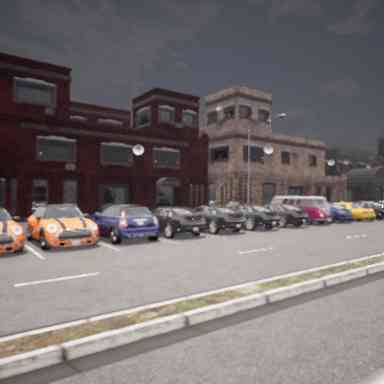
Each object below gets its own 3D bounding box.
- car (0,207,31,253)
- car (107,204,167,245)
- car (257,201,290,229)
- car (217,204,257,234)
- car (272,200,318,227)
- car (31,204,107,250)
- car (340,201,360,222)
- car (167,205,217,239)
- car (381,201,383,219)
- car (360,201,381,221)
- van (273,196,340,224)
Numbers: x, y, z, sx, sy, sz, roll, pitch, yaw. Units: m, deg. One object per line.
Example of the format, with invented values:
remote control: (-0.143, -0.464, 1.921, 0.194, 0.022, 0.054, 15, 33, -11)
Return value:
car: (-7.965, 1.355, 12.923, 2.185, 1.767, 4.553, 0, 0, -36)
car: (-3.442, 1.359, 16.079, 2.185, 1.767, 4.553, 0, 0, -36)
car: (3.272, 1.500, 20.909, 2.231, 1.521, 4.892, 0, 0, -36)
car: (1.029, 1.494, 19.306, 2.231, 1.521, 4.892, 0, 0, -36)
car: (5.514, 1.507, 22.511, 2.231, 1.521, 4.892, 0, 0, -36)
car: (-5.722, 1.357, 14.526, 2.185, 1.767, 4.553, 0, 0, -36)
car: (9.998, 1.562, 25.721, 2.002, 1.452, 4.674, 0, 0, -36)
car: (-1.214, 1.490, 17.702, 2.231, 1.521, 4.892, 0, 0, -36)
car: (14.486, 1.545, 28.924, 2.231, 1.521, 4.892, 0, 0, -36)
car: (12.133, 1.530, 27.478, 1.946, 1.575, 5.366, 0, 0, -36)
van: (7.923, 1.288, 24.096, 1.878, 1.987, 4.442, 0, 0, -36)
